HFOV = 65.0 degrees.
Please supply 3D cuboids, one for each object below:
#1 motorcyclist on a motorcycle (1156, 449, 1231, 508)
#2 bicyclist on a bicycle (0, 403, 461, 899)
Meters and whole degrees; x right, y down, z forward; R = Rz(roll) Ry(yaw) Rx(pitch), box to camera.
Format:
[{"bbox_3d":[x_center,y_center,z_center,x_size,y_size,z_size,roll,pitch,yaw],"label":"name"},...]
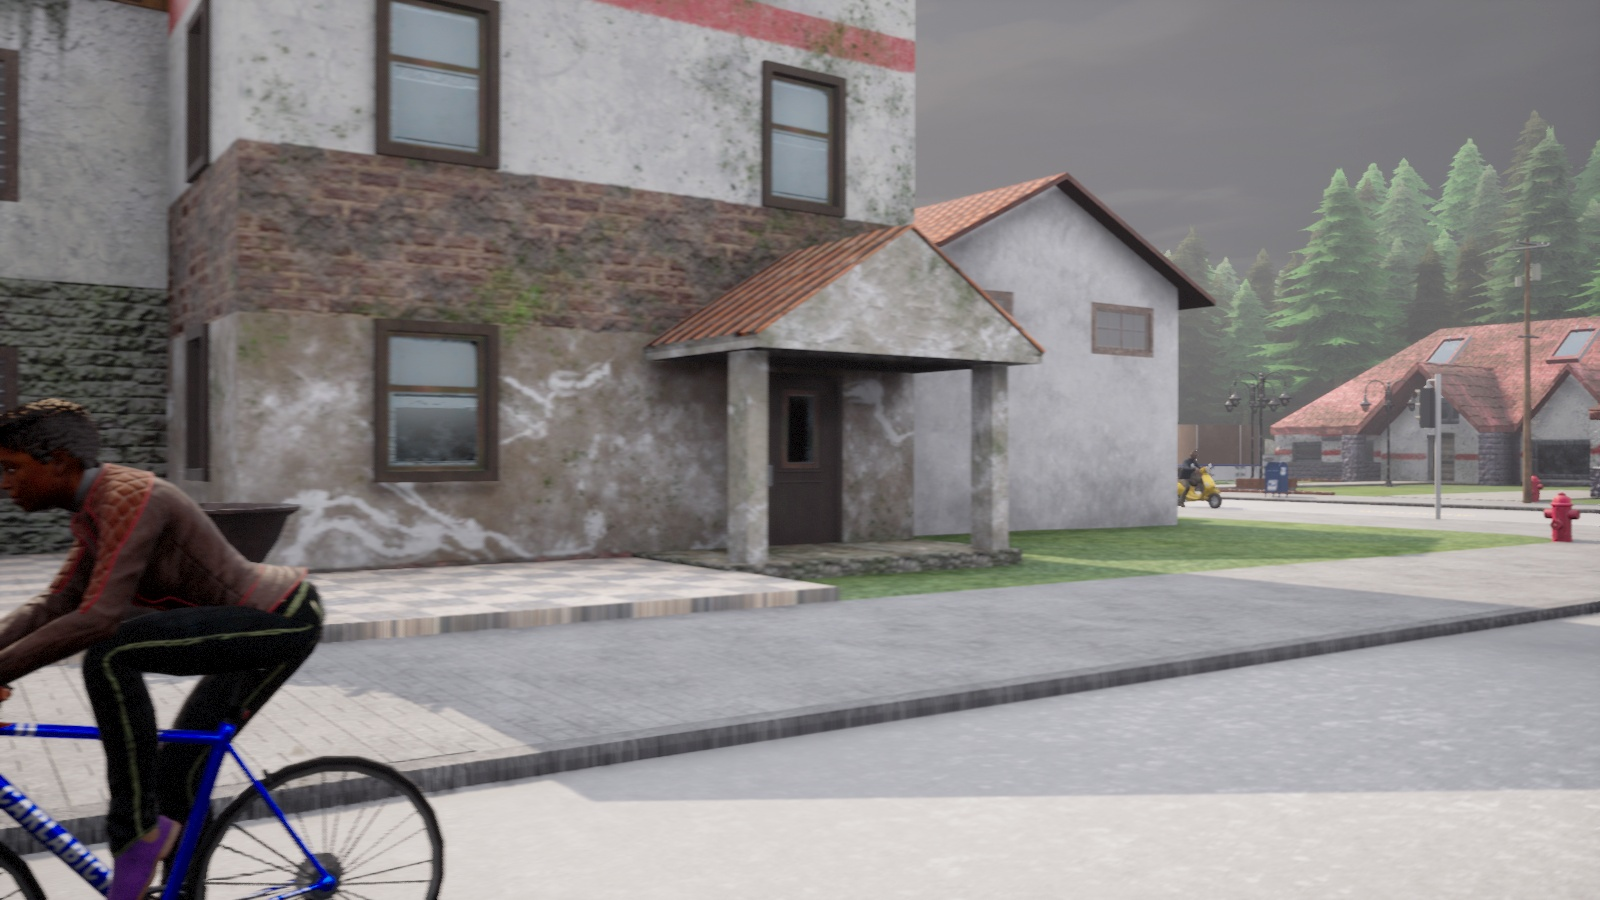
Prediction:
[{"bbox_3d":[10.895,0.766,34.793,0.866,1.590,1.817,0,0,-35],"label":"motorcyclist on a motorcycle"},{"bbox_3d":[-1.737,0.709,3.058,1.656,1.620,0.582,0,0,-35],"label":"bicyclist on a bicycle"}]
